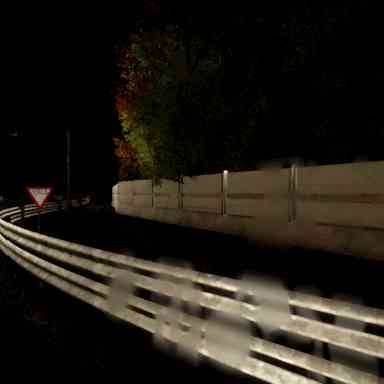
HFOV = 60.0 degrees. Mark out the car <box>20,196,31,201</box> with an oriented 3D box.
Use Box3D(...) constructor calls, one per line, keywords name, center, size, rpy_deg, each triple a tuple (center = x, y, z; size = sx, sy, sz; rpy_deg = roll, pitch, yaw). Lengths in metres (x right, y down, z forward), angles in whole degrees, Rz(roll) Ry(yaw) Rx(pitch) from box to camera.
Box3D(name="car", center=(-40.669, 1.551, 81.212), size=(1.994, 1.385, 4.181), rpy_deg=(0, 0, -32))
